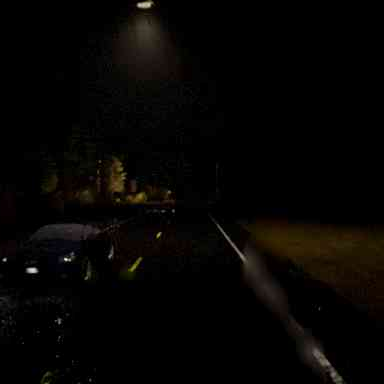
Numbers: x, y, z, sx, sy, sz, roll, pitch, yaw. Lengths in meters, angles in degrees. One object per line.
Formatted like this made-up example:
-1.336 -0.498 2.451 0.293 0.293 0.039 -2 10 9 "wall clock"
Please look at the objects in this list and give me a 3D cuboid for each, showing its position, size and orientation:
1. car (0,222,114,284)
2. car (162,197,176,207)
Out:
-3.598 1.575 9.466 1.994 1.385 4.181 0 0 0 "car"
-3.550 1.540 52.276 1.882 1.535 5.008 0 0 1 "car"
